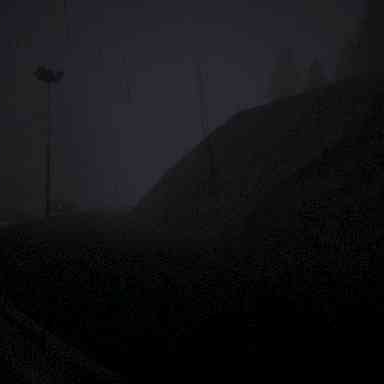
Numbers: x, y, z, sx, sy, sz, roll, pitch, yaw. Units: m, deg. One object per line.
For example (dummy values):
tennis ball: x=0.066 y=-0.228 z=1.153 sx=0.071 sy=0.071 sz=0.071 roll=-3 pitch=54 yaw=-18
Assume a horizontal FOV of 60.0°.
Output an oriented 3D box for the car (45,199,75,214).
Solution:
car: x=-16.107 y=1.686 z=40.913 sx=2.097 sy=1.767 sz=4.553 roll=0 pitch=-1 yaw=4
